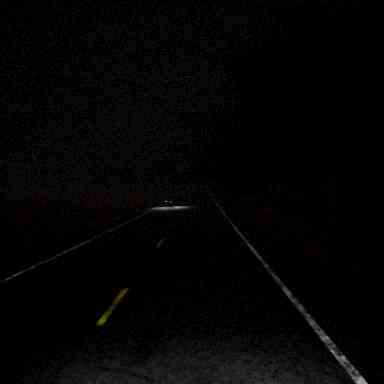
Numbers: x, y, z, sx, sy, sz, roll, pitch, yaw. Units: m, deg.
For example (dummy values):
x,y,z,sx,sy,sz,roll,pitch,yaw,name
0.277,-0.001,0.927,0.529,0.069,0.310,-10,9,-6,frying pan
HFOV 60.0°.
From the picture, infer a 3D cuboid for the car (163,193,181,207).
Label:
x,y,z,sx,sy,sz,roll,pitch,yaw,name
-2.317,0.890,39.914,1.837,1.490,4.892,-3,2,2,car
